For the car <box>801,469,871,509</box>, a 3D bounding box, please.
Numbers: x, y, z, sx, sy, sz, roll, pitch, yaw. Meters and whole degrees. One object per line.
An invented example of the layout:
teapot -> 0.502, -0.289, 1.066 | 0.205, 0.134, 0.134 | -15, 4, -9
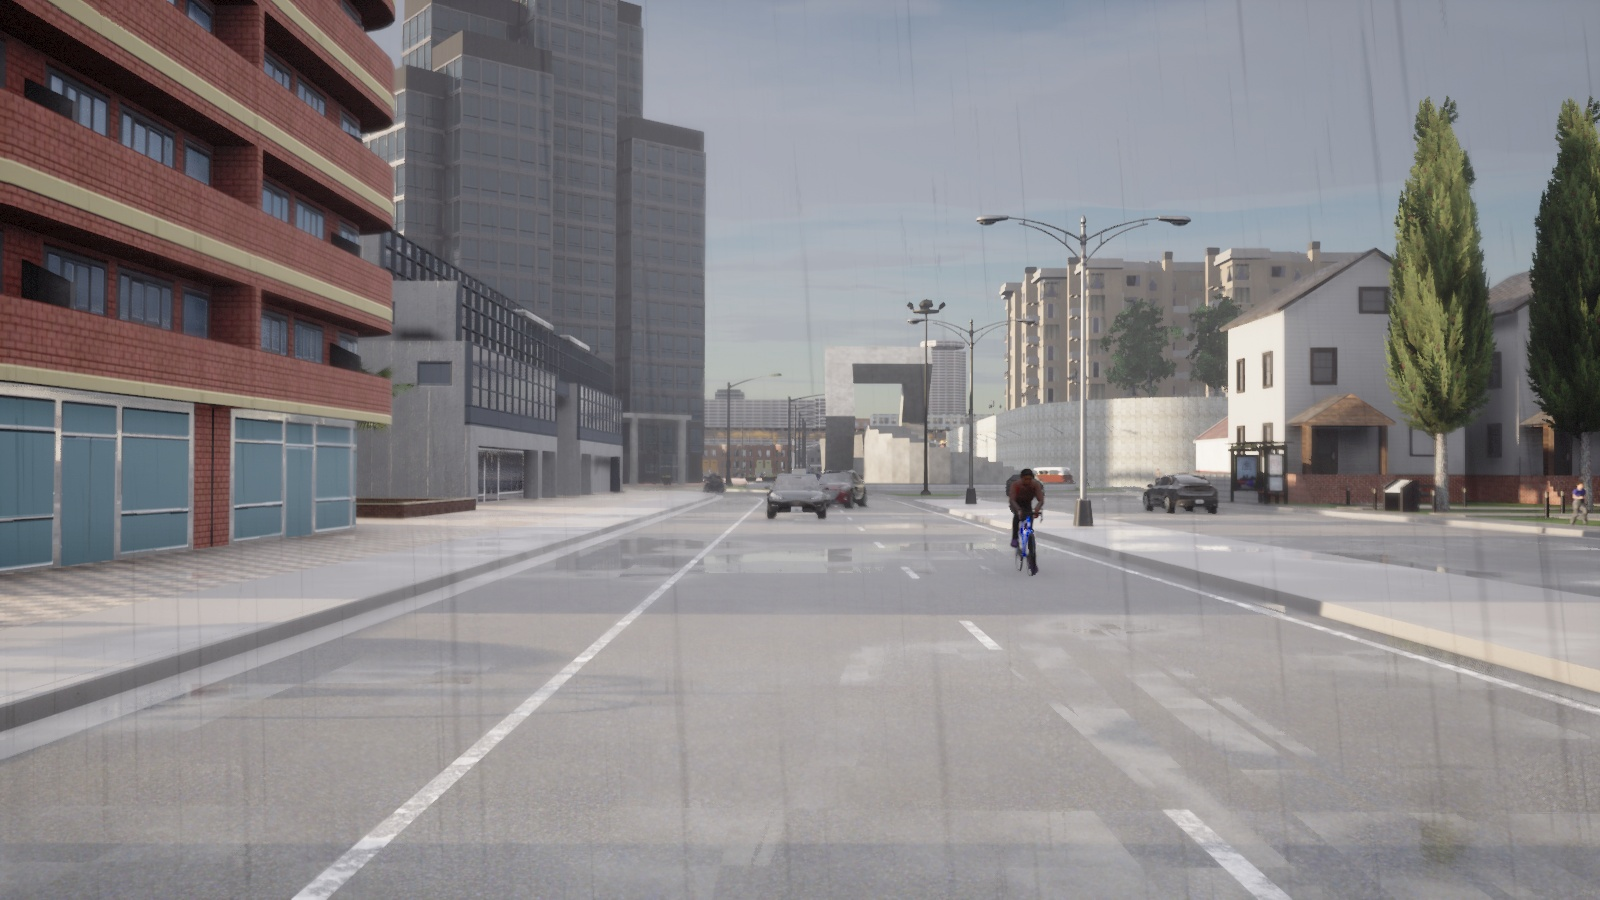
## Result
car -> 1.611, 1.649, 53.967 | 2.033, 1.649, 4.856 | 0, -1, 14

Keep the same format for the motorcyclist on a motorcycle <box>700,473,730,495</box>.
motorcyclist on a motorcycle -> -5.957, 2.361, 88.170 | 2.191, 1.530, 0.866 | -1, -2, 44

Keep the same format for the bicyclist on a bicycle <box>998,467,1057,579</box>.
bicyclist on a bicycle -> 3.455, 1.077, 19.153 | 0.582, 1.620, 1.656 | 0, -1, 0

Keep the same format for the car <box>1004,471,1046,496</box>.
car -> 14.295, 2.077, 79.543 | 1.882, 1.535, 5.008 | -1, -1, 19

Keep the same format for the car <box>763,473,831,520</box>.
car -> -0.099, 1.533, 42.588 | 2.163, 1.488, 4.792 | 0, -1, 0

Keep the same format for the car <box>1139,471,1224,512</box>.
car -> 14.885, 1.591, 49.277 | 1.837, 1.490, 4.892 | 0, -1, 0

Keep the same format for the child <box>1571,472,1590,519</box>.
child -> 21.289, 1.243, 34.256 | 0.270, 1.263, 0.437 | 0, -1, 5
